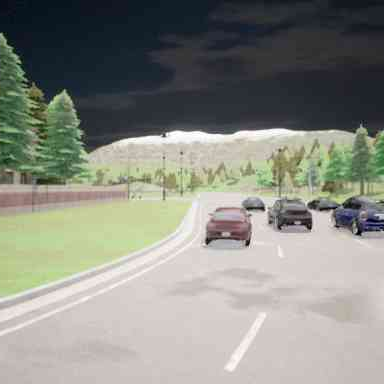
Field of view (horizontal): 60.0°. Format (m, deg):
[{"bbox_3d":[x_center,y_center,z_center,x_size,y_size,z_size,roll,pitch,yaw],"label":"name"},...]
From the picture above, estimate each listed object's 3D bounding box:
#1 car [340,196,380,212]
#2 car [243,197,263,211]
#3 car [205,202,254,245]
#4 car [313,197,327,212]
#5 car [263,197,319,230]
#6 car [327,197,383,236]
[{"bbox_3d":[16.720,1.187,33.395,1.812,1.442,4.674,0,0,2],"label":"car"},{"bbox_3d":[6.237,1.220,34.146,1.994,1.385,4.181,0,0,2],"label":"car"},{"bbox_3d":[1.649,1.378,14.649,1.812,1.442,4.674,0,1,9],"label":"car"},{"bbox_3d":[13.221,1.222,33.559,1.994,1.385,4.181,0,0,2],"label":"car"},{"bbox_3d":[5.647,1.308,19.575,1.837,1.490,4.892,0,1,4],"label":"car"},{"bbox_3d":[8.893,1.176,17.241,2.097,1.767,4.553,0,1,6],"label":"car"}]
